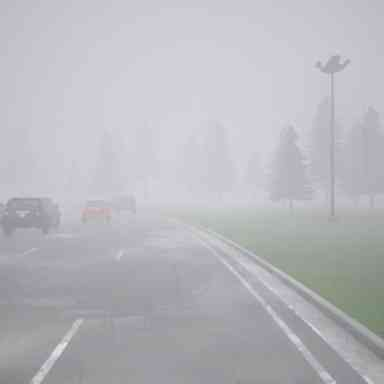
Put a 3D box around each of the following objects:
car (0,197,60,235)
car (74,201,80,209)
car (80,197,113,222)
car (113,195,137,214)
[{"bbox_3d":[-9.286,1.293,19.614,2.150,2.045,5.566,0,0,-13],"label":"car"},{"bbox_3d":[-15.024,1.693,47.308,1.812,1.442,4.674,0,0,-43],"label":"car"},{"bbox_3d":[-8.074,1.450,28.012,2.097,1.767,4.553,0,0,-17],"label":"car"},{"bbox_3d":[-7.909,1.351,37.225,2.150,2.045,5.566,0,0,-28],"label":"car"}]
